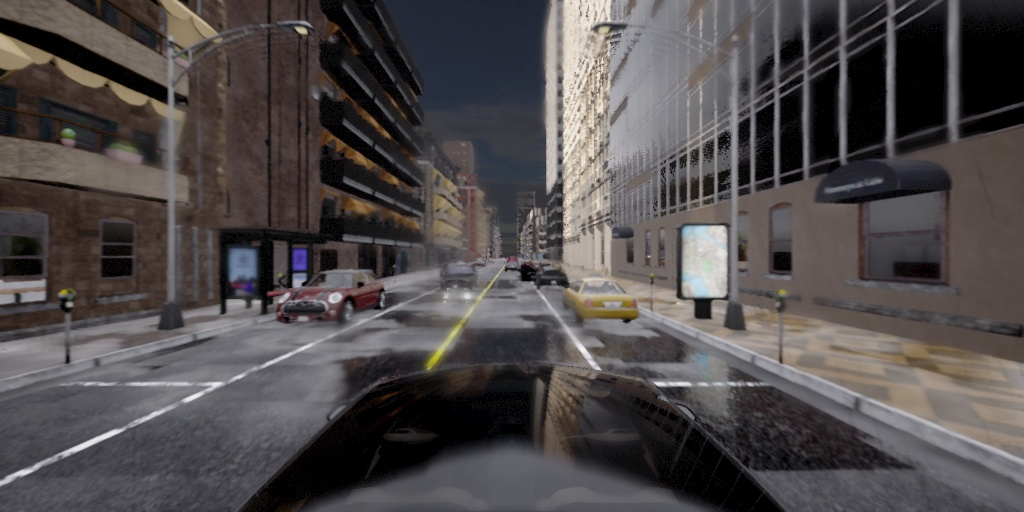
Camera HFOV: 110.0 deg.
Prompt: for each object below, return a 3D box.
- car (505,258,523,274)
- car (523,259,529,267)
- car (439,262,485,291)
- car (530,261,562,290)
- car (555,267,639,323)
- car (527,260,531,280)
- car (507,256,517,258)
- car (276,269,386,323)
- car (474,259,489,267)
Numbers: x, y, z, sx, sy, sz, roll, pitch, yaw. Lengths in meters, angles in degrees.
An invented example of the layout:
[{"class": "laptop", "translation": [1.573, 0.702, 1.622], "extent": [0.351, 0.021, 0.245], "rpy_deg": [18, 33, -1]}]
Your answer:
[{"class": "car", "translation": [0.070, 1.289, 47.148], "extent": [1.994, 1.385, 4.181], "rpy_deg": [0, 0, 0]}, {"class": "car", "translation": [2.718, 1.267, 62.584], "extent": [1.888, 1.381, 4.507], "rpy_deg": [0, 0, 0]}, {"class": "car", "translation": [-3.090, 1.281, 22.186], "extent": [2.033, 1.411, 5.357], "rpy_deg": [0, 0, 0]}, {"class": "car", "translation": [2.365, 1.239, 22.555], "extent": [1.837, 1.490, 4.892], "rpy_deg": [0, 0, 0]}, {"class": "car", "translation": [2.696, 1.267, 11.918], "extent": [1.751, 1.417, 4.829], "rpy_deg": [0, 0, 0]}, {"class": "car", "translation": [2.706, 1.294, 34.342], "extent": [1.948, 1.339, 4.313], "rpy_deg": [0, 0, 0]}, {"class": "car", "translation": [0.029, 0.949, 64.071], "extent": [2.150, 2.045, 5.566], "rpy_deg": [0, 0, 0]}, {"class": "car", "translation": [-5.685, 1.182, 11.752], "extent": [1.967, 1.591, 4.097], "rpy_deg": [0, 0, 0]}, {"class": "car", "translation": [-5.662, 1.162, 62.588], "extent": [1.967, 1.591, 4.097], "rpy_deg": [0, 0, 0]}]
